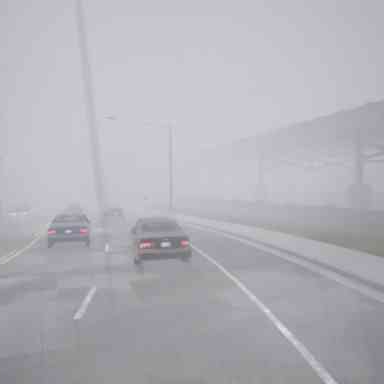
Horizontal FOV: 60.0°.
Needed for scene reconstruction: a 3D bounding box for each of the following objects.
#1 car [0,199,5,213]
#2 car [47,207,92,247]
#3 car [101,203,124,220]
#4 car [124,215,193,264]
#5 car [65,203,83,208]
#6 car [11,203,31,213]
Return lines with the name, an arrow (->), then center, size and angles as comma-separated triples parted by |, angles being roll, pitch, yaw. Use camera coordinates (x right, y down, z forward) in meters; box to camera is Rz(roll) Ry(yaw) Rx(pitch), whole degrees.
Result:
car -> -27.430, 1.995, 45.874 | 2.150, 2.045, 5.566 | -1, 0, -19
car -> -5.896, 1.714, 16.161 | 2.033, 1.411, 5.357 | -1, 0, -18
car -> -7.569, 1.809, 31.723 | 1.812, 1.442, 4.674 | -1, 0, -19
car -> -1.332, 1.628, 12.328 | 2.033, 1.411, 5.357 | -1, 0, -13
car -> -13.535, 1.945, 38.233 | 1.812, 1.442, 4.674 | -1, 0, -19
car -> -24.132, 2.245, 47.056 | 1.994, 1.385, 4.181 | -1, 0, -19
